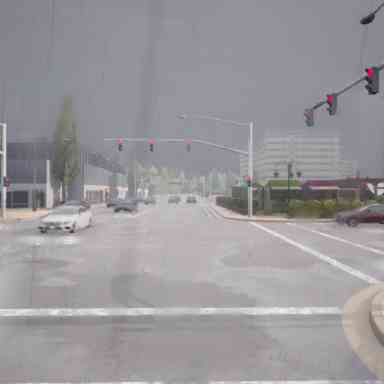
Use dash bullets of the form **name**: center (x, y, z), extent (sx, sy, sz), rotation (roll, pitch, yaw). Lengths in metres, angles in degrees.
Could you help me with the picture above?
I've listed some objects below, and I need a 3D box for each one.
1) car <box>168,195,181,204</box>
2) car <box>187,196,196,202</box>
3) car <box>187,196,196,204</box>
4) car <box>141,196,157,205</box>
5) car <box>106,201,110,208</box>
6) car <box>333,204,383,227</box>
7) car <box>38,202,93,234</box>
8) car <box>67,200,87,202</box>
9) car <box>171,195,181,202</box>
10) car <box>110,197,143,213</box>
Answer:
- **car**: center (-3.595, 1.547, 64.605), extent (2.033, 1.411, 5.357), rotation (0, 0, 0)
- **car**: center (-0.110, 1.468, 74.916), extent (1.895, 1.301, 4.718), rotation (0, 0, 0)
- **car**: center (-0.095, 1.491, 64.611), extent (2.128, 1.511, 4.902), rotation (0, 0, 0)
- **car**: center (-7.168, 1.505, 57.781), extent (1.837, 1.490, 4.892), rotation (0, 0, 0)
- **car**: center (-10.668, 1.547, 47.138), extent (2.033, 1.411, 5.357), rotation (0, 0, 0)
- **car**: center (11.773, 1.526, 21.960), extent (4.674, 1.442, 1.812), rotation (0, 0, 1)
- **car**: center (-7.129, 1.526, 19.289), extent (1.812, 1.442, 4.674), rotation (0, 0, 0)
- **car**: center (-10.807, 1.505, 30.712), extent (1.837, 1.490, 4.892), rotation (0, 0, 3)
- **car**: center (-3.610, 1.425, 74.879), extent (1.994, 1.385, 4.181), rotation (0, 0, 0)
- **car**: center (-7.154, 1.547, 36.697), extent (2.033, 1.411, 5.357), rotation (0, 0, 0)
